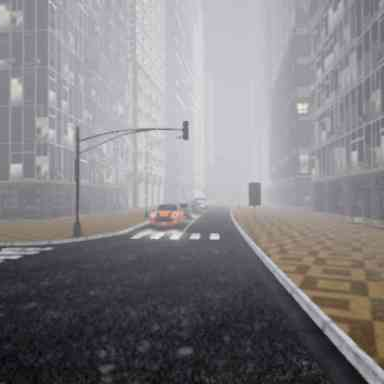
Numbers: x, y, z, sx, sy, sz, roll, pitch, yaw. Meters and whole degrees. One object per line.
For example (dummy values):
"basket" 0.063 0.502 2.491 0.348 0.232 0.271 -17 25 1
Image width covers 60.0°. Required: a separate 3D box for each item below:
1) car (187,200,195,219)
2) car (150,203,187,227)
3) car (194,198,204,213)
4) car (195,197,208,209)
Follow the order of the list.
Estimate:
"car" -1.053 1.880 34.107 1.837 1.490 4.892 0 -1 5
"car" -1.802 1.638 25.086 2.097 1.767 4.553 0 -1 4
"car" 0.007 1.963 44.401 2.128 1.511 4.902 0 -1 7
"car" 1.350 1.786 55.006 2.150 2.045 5.566 0 -1 8
